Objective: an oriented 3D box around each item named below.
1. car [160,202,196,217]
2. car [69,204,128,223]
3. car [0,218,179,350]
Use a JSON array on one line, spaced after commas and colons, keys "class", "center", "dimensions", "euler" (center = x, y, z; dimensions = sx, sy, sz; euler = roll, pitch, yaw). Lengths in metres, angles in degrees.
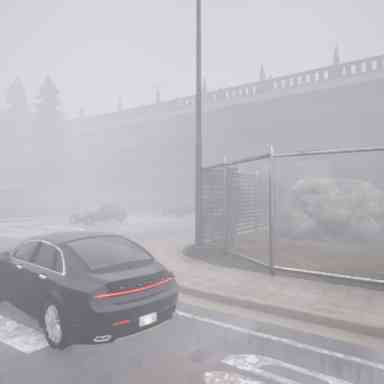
[{"class": "car", "center": [-0.995, 1.669, 32.762], "dimensions": [1.895, 1.301, 4.718], "euler": [0, 0, 36]}, {"class": "car", "center": [-6.814, 1.594, 24.612], "dimensions": [1.812, 1.442, 4.674], "euler": [0, 0, 36]}, {"class": "car", "center": [-2.332, 1.511, 6.354], "dimensions": [4.892, 1.490, 1.837], "euler": [1, 1, 45]}]
